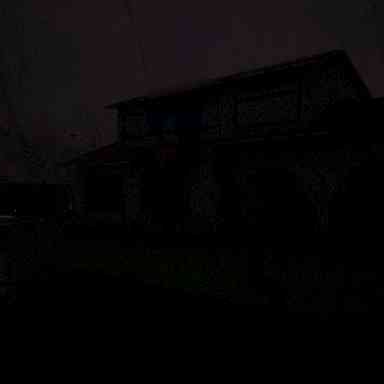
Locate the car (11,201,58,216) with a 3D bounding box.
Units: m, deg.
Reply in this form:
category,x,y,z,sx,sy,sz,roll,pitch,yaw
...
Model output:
category,x,y,z,sx,sy,sz,roll,pitch,yaw
car,-15.522,1.564,33.006,1.994,1.385,4.181,0,0,35
